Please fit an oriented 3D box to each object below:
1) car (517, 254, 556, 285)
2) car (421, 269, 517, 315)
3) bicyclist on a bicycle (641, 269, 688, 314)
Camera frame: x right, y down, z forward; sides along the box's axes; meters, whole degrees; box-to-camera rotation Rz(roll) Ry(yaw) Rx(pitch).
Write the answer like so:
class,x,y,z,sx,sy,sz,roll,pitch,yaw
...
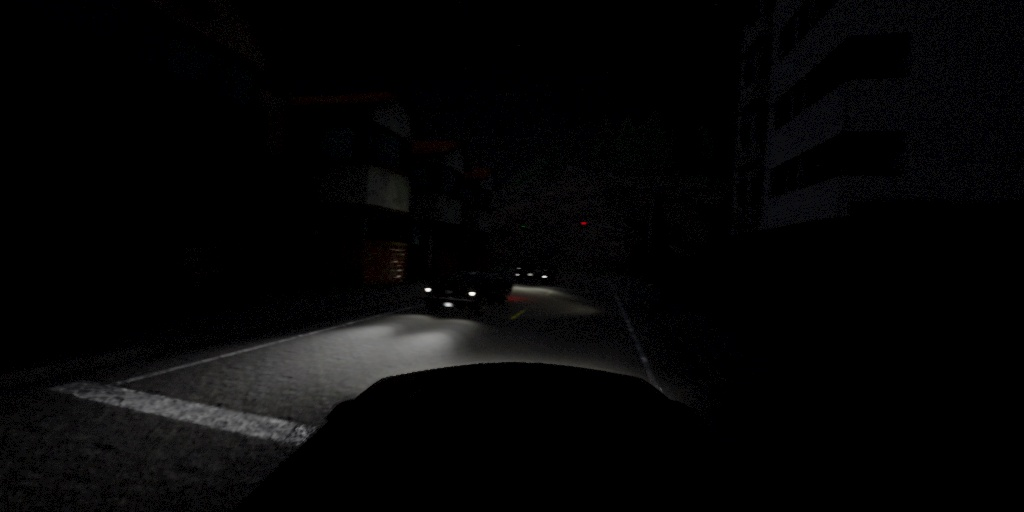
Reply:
class,x,y,z,sx,sy,sz,roll,pitch,yaw
car,1.900,0.898,26.264,2.150,2.045,5.566,4,0,14
car,-1.397,1.180,12.974,1.895,1.301,4.718,4,0,14
bicyclist on a bicycle,5.601,1.301,13.135,1.656,1.620,0.582,3,0,14
